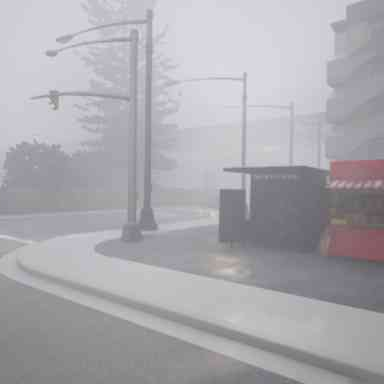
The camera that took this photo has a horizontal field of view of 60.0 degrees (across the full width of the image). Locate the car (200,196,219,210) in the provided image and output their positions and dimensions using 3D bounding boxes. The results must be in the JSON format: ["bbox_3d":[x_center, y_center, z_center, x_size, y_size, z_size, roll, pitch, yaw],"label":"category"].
[{"bbox_3d":[2.701,1.119,35.270,1.812,1.442,4.674,1,1,36],"label":"car"}]
